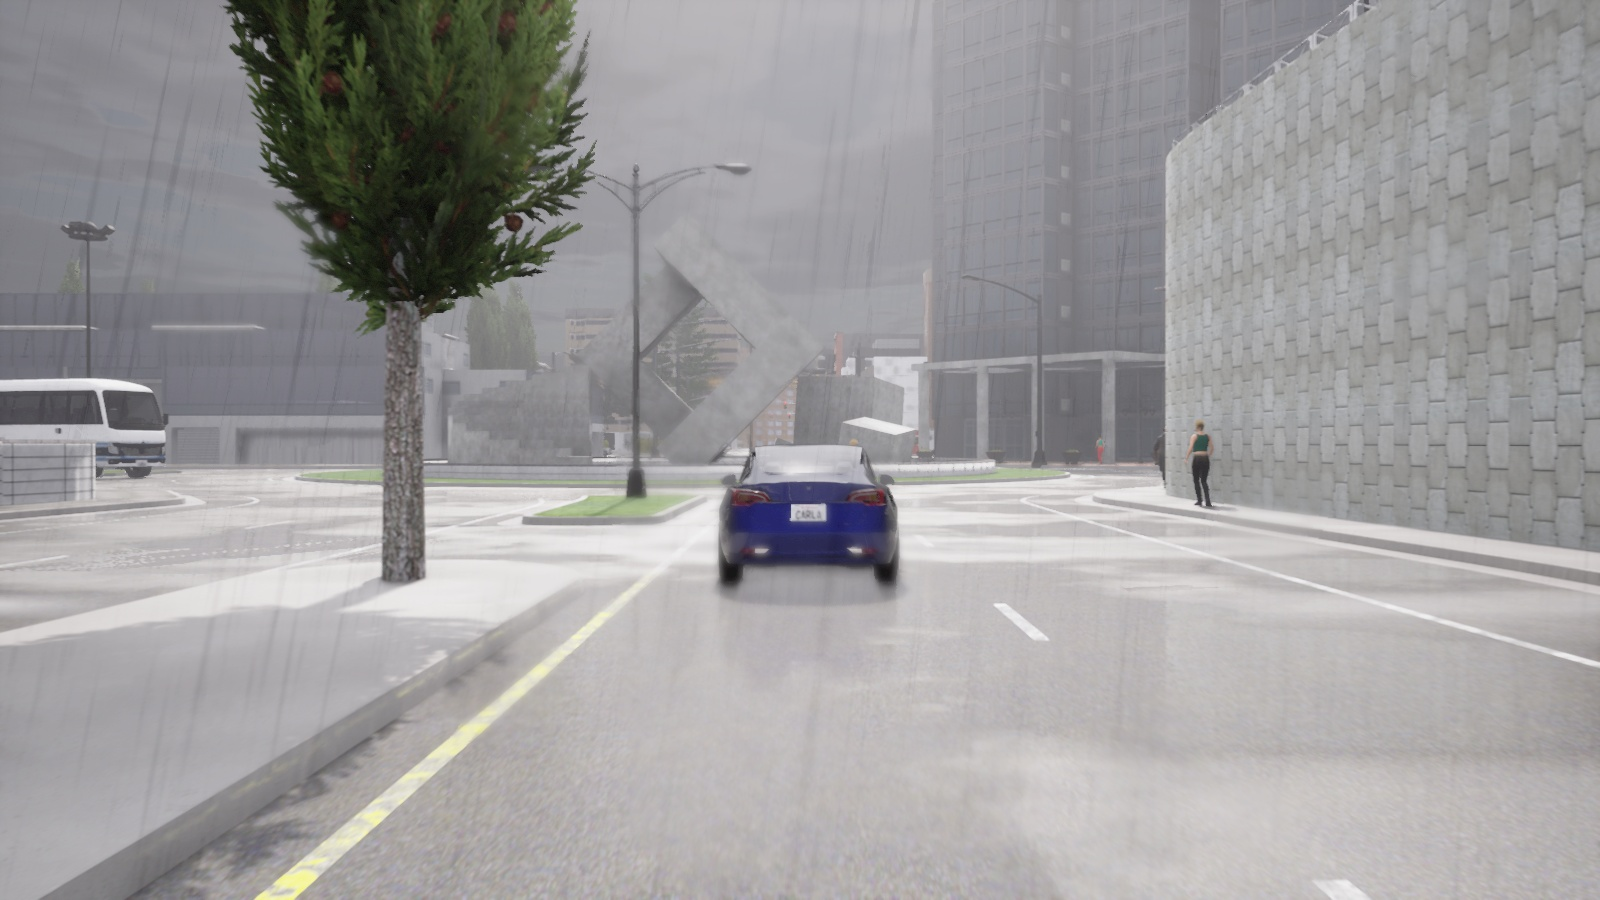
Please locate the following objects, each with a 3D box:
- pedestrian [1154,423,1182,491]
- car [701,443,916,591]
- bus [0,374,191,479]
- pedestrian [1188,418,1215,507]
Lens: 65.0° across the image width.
[{"bbox_3d":[10.825,0.202,36.948,0.659,1.952,0.873,0,0,26],"label":"pedestrian"},{"bbox_3d":[0.101,0.662,15.021,2.163,1.488,4.792,0,0,0],"label":"car"},{"bbox_3d":[-31.808,-0.959,53.739,10.273,4.253,3.944,0,0,15],"label":"bus"},{"bbox_3d":[8.378,0.261,26.191,0.345,1.836,0.594,0,0,-3],"label":"pedestrian"}]
